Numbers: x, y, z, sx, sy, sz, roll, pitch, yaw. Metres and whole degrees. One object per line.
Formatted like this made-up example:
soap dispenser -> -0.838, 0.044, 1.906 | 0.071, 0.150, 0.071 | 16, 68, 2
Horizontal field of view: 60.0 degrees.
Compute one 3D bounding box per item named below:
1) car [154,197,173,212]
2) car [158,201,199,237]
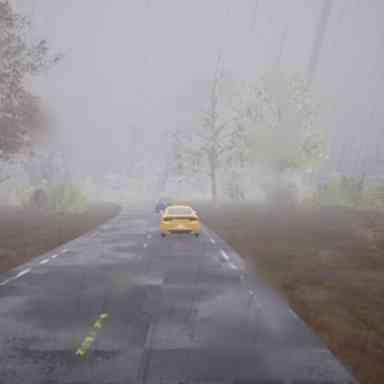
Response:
car -> -3.250, 1.384, 38.724 | 2.097, 1.767, 4.553 | 0, 0, -9
car -> -0.732, 1.484, 18.263 | 1.882, 1.535, 5.008 | 0, 0, -4
